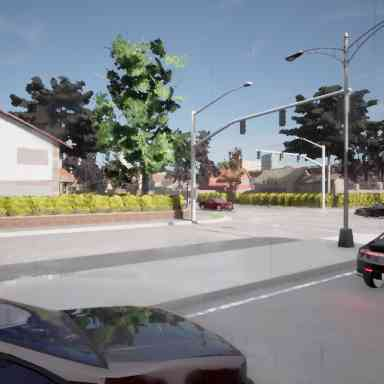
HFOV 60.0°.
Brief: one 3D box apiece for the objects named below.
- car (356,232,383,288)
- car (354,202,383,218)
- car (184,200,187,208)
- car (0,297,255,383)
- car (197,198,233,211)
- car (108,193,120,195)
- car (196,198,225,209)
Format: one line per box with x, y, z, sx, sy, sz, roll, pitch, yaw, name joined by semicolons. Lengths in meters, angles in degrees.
5.897;1.492;7.997;4.902;1.511;2.128;0;0;-35;car
16.460;1.547;27.714;2.033;1.411;5.357;0;0;-35;car
-2.518;1.352;47.708;2.097;1.767;4.553;0;0;-36;car
-2.019;1.547;2.308;5.357;1.411;2.033;0;0;-35;car
2.896;1.478;40.265;1.882;1.535;5.008;0;0;-36;car
-14.769;1.221;64.650;2.150;2.045;5.566;0;0;-35;car
2.570;1.564;46.999;1.994;1.385;4.181;0;0;-36;car
